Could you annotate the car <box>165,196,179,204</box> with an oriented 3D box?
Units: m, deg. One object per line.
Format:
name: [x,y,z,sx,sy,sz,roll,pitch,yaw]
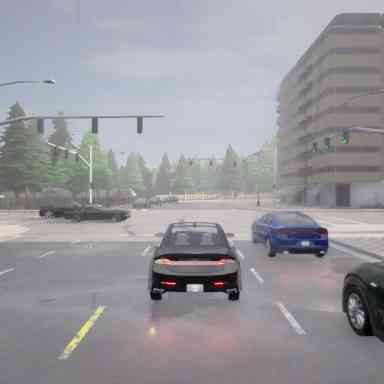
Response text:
car: [-4.216,1.505,66.285,1.837,1.490,4.892,0,0,20]

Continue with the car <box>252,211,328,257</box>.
car: [3.586,1.478,12.980,1.882,1.535,5.008,0,0,0]

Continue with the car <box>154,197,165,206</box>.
car: [-6.361,1.525,56.316,1.812,1.442,4.674,0,0,8]

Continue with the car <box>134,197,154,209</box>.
car: [-6.979,1.525,46.413,1.812,1.442,4.674,0,0,2]

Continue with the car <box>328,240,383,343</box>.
car: [3.600,1.352,3.829,2.097,1.767,4.553,0,0,0]

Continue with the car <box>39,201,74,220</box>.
car: [-10.288,1.510,28.202,5.008,1.535,1.882,-1,0,0]

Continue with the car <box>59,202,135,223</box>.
car: [-6.941,1.611,24.720,4.718,1.301,1.895,0,0,0]

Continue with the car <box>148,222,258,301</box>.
car: [0.068,1.492,8.335,2.128,1.511,4.902,0,0,0]
